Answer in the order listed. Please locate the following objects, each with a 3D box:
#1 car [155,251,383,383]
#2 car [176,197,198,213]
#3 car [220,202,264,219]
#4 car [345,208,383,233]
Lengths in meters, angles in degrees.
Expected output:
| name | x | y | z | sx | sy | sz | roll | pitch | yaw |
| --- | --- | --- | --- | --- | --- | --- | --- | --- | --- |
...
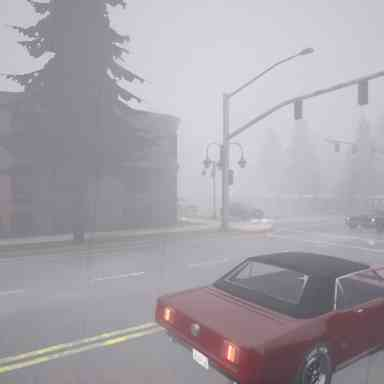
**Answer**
| name | x | y | z | sx | sy | sz | roll | pitch | yaw |
| --- | --- | --- | --- | --- | --- | --- | --- | --- | --- |
| car | 1.941 | 1.601 | 5.014 | 4.718 | 1.301 | 1.895 | 0 | 0 | -34 |
| car | -1.288 | 1.352 | 37.556 | 2.097 | 1.767 | 4.553 | 0 | 0 | -33 |
| car | 4.275 | 1.564 | 29.074 | 1.994 | 1.385 | 4.181 | 0 | 0 | -33 |
| car | 11.233 | 1.601 | 19.782 | 4.718 | 1.301 | 1.895 | 0 | 0 | -33 |
